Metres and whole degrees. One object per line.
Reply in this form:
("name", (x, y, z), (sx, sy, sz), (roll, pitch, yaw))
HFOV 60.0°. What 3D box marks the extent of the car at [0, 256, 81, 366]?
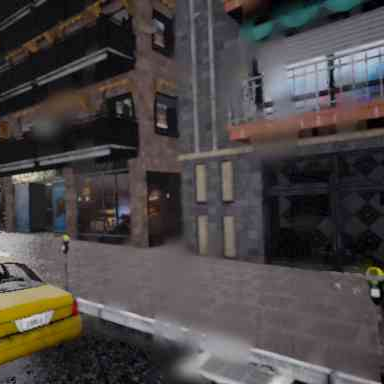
("car", (-3.829, 1.594, 5.472), (4.829, 1.417, 1.752), (-1, -2, 35))
